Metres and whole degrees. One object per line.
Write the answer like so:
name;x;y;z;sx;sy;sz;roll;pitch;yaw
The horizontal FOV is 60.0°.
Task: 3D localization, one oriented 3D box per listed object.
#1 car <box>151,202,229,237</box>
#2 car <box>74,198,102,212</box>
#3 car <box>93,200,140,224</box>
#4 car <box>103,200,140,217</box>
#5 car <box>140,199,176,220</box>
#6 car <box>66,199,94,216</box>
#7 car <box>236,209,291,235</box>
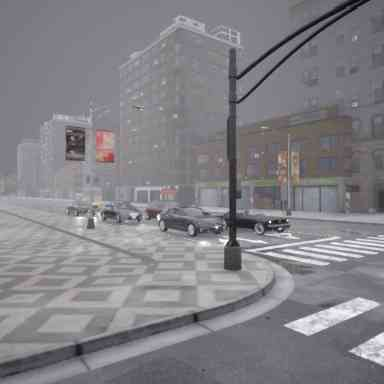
car;-0.181;1.558;18.728;1.837;1.490;4.892;0;0;-36
car;-13.344;1.620;42.411;1.882;1.535;5.008;0;0;-36
car;-5.679;1.581;26.286;2.128;1.511;4.902;0;0;-36
car;-7.306;1.619;34.057;1.837;1.490;4.892;0;0;-36
car;-1.964;1.435;26.712;2.097;1.767;4.553;0;0;-36
car;-11.529;1.627;34.344;1.837;1.490;4.892;0;0;-36
car;3.363;1.648;19.388;1.895;1.301;4.718;0;0;-36
